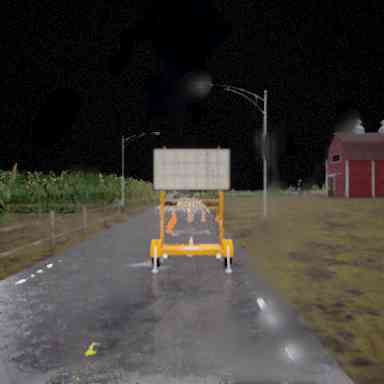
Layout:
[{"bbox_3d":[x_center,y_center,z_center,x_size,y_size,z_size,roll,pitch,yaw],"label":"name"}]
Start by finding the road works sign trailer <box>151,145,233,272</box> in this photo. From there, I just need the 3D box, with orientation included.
[{"bbox_3d":[-0.009,0.364,10.379,2.380,3.560,2.880,0,1,0],"label":"road works sign trailer"}]

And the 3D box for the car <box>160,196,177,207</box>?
[{"bbox_3d":[-2.908,1.204,42.717,1.994,1.385,4.181,0,0,0],"label":"car"}]
